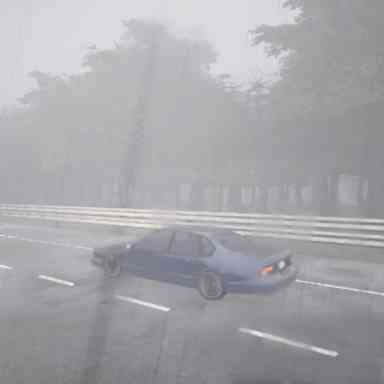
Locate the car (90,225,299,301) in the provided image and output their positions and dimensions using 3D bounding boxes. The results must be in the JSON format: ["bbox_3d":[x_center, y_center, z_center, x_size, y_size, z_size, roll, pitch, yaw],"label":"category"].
[{"bbox_3d":[-0.197,1.549,8.309,5.357,1.411,2.033,0,0,36],"label":"car"}]
